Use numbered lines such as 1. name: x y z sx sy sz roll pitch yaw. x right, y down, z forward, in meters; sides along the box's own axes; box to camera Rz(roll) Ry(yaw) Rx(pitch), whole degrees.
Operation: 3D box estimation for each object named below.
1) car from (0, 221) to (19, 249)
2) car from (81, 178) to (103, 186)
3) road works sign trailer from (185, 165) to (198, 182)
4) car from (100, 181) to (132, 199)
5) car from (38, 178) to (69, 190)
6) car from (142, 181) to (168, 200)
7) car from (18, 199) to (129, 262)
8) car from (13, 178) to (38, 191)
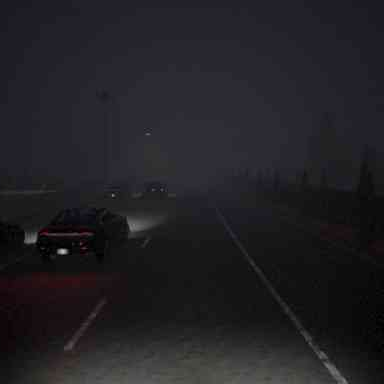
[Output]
1. car: -6.901 1.327 9.937 1.812 1.442 4.674 0 2 0
2. car: -14.076 -1.338 47.509 2.033 1.411 5.357 0 4 0
3. road works sign trailer: 0.063 -3.945 69.853 2.380 3.560 2.880 0 2 3
4. car: -6.899 -0.154 31.451 1.837 1.490 4.892 0 5 0
5. car: -17.585 -1.044 43.116 1.837 1.490 4.892 0 4 0
6. car: -3.399 -0.290 31.214 2.097 1.767 4.553 0 4 0
7. car: -3.400 1.242 11.151 2.128 1.511 4.902 0 3 0
8. car: -21.085 -1.051 42.832 1.882 1.535 5.008 0 4 0
